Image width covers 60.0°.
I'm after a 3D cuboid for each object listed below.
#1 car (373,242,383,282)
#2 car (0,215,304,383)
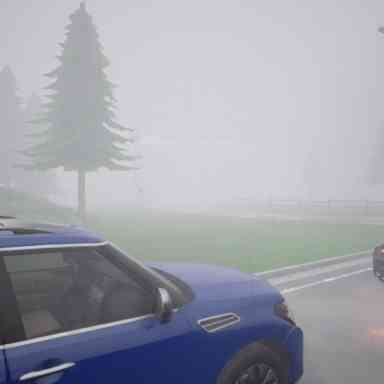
[{"bbox_3d":[6.434,1.505,8.362,4.892,1.490,1.837,0,0,-35],"label":"car"},{"bbox_3d":[-1.504,1.222,2.674,5.566,2.045,2.150,0,0,-35],"label":"car"}]
